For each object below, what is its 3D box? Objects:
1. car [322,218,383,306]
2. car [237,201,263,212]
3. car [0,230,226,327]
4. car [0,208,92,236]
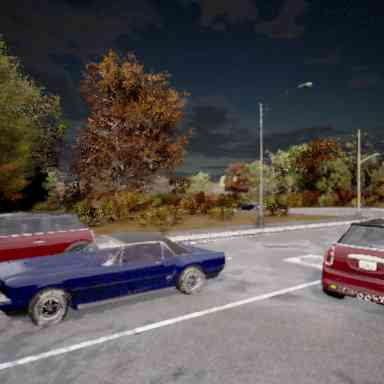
[{"bbox_3d":[4.896,1.333,7.200,4.553,1.767,2.097,0,0,-35],"label":"car"},{"bbox_3d":[8.171,1.976,45.691,2.128,1.511,4.902,0,-3,-32],"label":"car"},{"bbox_3d":[-1.612,1.592,7.126,4.718,1.301,1.895,0,0,-35],"label":"car"},{"bbox_3d":[-4.938,1.348,9.053,4.553,1.767,2.097,0,0,-35],"label":"car"}]
